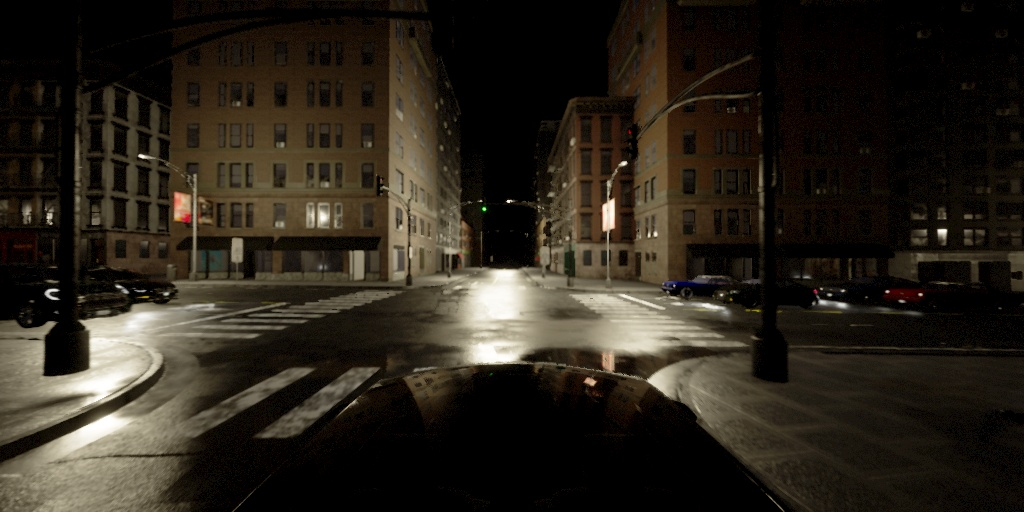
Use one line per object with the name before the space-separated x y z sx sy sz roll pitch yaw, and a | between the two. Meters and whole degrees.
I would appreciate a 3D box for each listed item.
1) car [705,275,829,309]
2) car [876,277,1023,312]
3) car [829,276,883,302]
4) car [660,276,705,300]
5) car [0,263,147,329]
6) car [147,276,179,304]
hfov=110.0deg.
car | 11.917 1.693 16.994 4.181 1.385 1.994 1 -1 0
car | 20.674 1.871 16.978 4.718 1.301 1.895 1 -1 0
car | 20.591 1.850 20.229 5.357 1.411 2.033 1 -1 0
car | 10.990 1.748 20.245 4.718 1.301 1.895 1 -1 0
car | -13.895 0.990 10.308 4.553 1.767 2.097 1 -1 1
car | -15.515 1.150 13.596 4.892 1.490 1.837 1 -1 0
